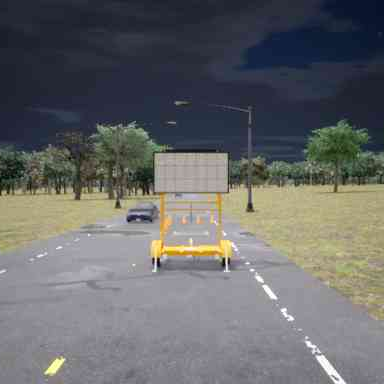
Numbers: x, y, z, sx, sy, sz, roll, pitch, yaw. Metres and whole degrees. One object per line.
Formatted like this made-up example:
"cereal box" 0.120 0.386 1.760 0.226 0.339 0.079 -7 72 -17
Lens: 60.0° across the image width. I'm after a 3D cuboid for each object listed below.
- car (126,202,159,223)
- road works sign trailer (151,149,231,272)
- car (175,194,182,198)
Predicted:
"car" -3.564 1.464 24.758 2.033 1.411 5.357 0 0 0
"road works sign trailer" -0.027 0.445 10.685 2.380 3.560 2.880 0 0 0
"car" -3.740 0.846 90.671 1.837 1.490 4.892 0 1 0
